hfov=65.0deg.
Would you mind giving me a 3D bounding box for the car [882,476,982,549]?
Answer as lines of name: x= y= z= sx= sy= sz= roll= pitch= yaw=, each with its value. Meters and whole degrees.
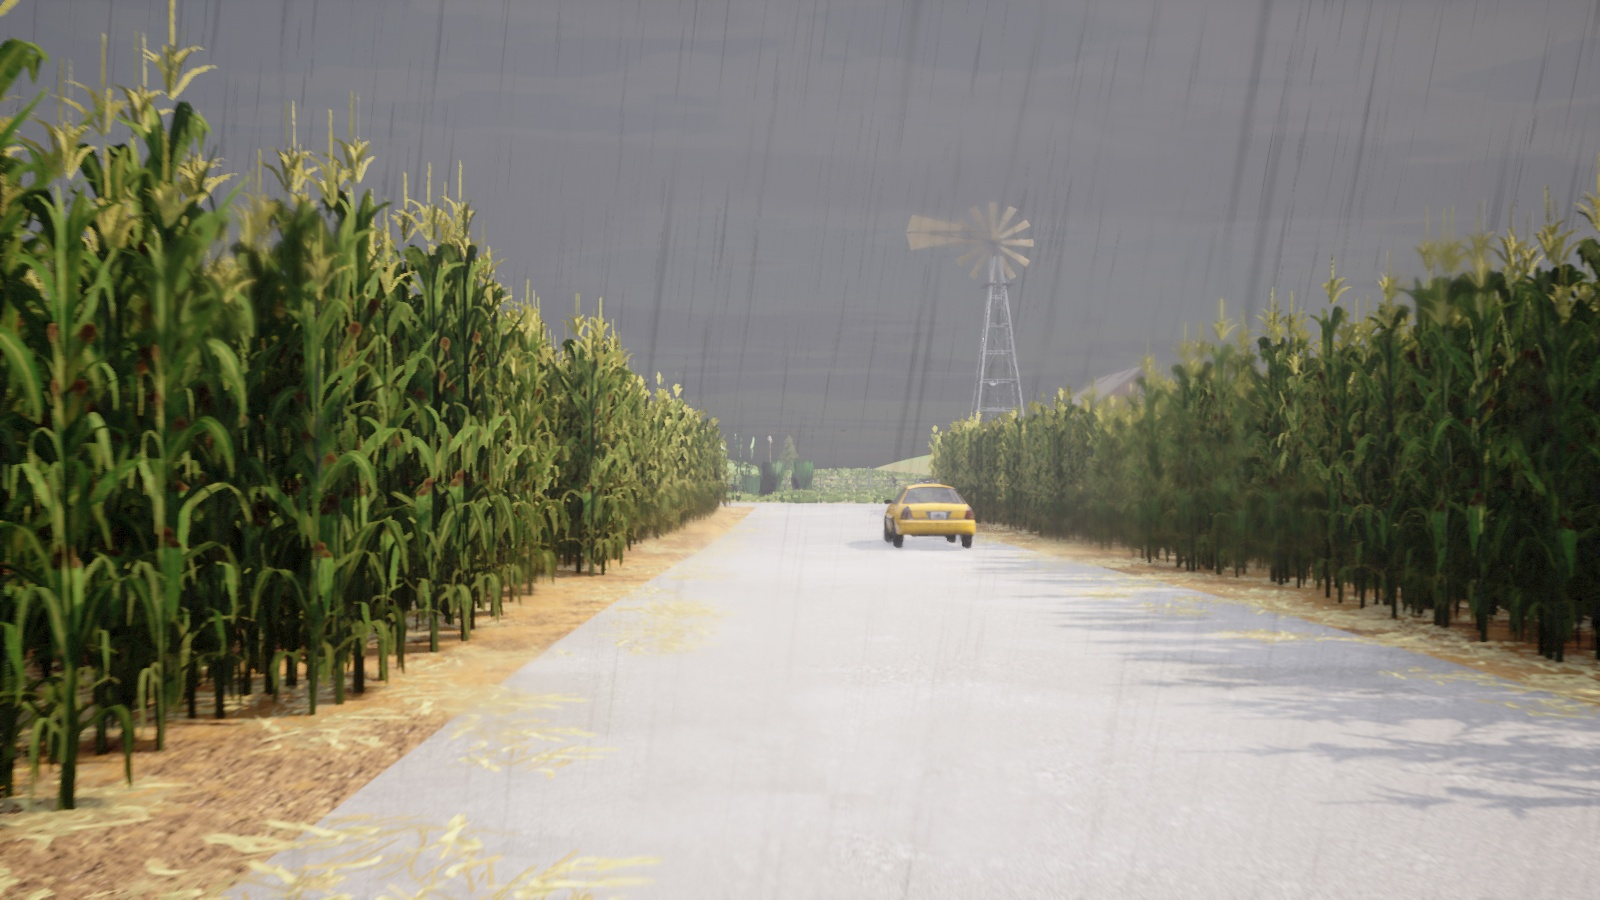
car: x=3.028 y=1.429 z=29.858 sx=1.801 sy=1.575 sz=5.366 roll=0 pitch=-2 yaw=0
